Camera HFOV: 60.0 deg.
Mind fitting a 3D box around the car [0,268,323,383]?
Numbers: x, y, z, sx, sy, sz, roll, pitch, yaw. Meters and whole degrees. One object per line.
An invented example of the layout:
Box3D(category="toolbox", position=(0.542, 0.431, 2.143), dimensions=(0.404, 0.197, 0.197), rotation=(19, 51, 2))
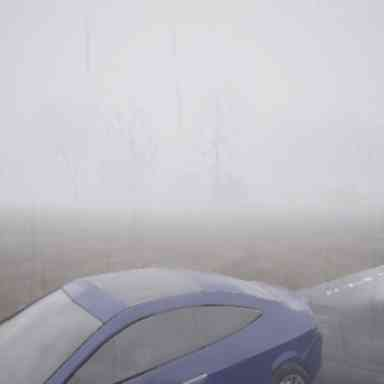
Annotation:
Box3D(category="car", position=(-0.708, 1.527, 2.935), dimensions=(4.674, 1.442, 1.812), rotation=(0, 0, -36))
